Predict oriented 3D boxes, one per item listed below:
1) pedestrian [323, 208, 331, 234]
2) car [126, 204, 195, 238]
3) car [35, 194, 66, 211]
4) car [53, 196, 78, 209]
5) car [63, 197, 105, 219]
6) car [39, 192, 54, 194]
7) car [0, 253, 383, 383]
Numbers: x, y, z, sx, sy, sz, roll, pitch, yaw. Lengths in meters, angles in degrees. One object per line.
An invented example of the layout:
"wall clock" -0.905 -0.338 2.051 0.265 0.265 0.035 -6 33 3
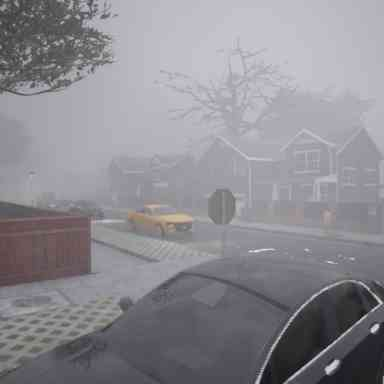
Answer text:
"pedestrian" 6.662 1.366 16.327 0.375 1.300 0.375 0 0 -36
"car" -1.825 1.445 18.030 1.882 1.535 5.008 -1 1 -36
"car" -16.575 1.377 38.320 2.128 1.511 4.902 -1 0 -36
"car" -16.381 1.329 42.913 1.882 1.535 5.008 -1 0 -35
"car" -8.889 1.426 27.725 1.837 1.490 4.892 -1 1 -36
"car" -22.608 1.056 51.372 2.150 2.045 5.566 -1 0 -36
"car" 0.510 1.509 3.228 4.892 1.490 1.837 0 3 -44
